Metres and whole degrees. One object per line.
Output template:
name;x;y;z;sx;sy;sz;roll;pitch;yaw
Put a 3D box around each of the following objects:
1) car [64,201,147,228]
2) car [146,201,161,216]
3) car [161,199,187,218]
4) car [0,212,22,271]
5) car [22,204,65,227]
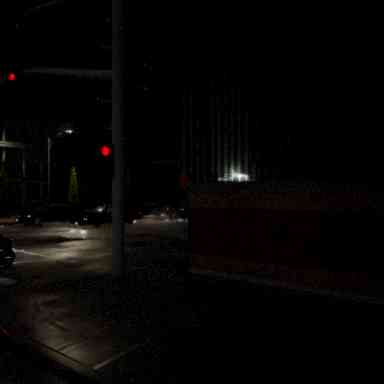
car;-5.989;1.651;23.851;2.033;1.411;5.357;0;0;36
car;-4.718;1.639;31.576;1.812;1.442;4.674;0;0;36
car;-0.393;1.456;31.604;2.097;1.767;4.553;0;0;36
car;-6.385;1.413;8.347;2.097;1.767;4.553;1;-1;-6
car;-10.151;1.605;24.066;2.128;1.511;4.902;0;0;36
